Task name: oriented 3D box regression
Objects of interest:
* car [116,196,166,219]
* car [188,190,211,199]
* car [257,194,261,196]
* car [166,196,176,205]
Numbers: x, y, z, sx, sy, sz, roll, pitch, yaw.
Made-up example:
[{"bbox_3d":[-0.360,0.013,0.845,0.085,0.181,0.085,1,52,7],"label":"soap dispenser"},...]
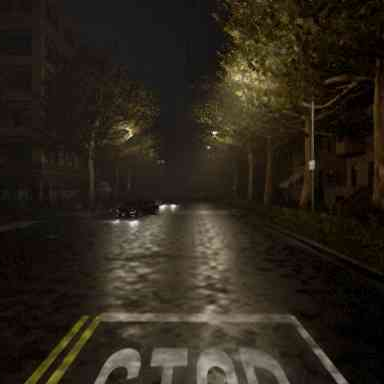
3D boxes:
[{"bbox_3d":[-4.211,1.317,26.767,1.837,1.490,4.892,3,3,20],"label":"car"},{"bbox_3d":[1.766,0.623,77.738,5.566,2.045,2.150,0,0,0],"label":"car"},{"bbox_3d":[17.718,0.938,77.651,5.357,1.411,2.033,0,0,0],"label":"car"},{"bbox_3d":[-3.499,1.212,50.740,1.895,1.301,4.718,0,1,0],"label":"car"}]
